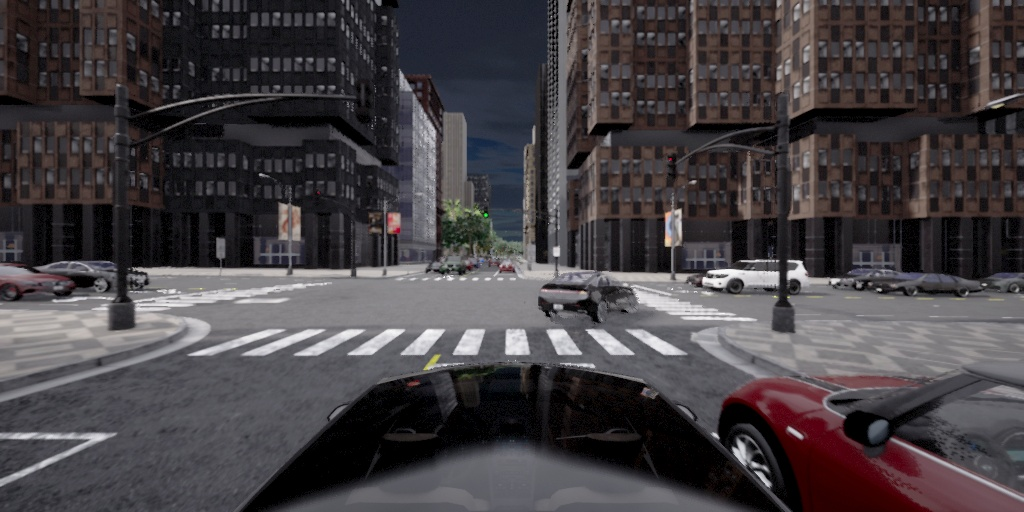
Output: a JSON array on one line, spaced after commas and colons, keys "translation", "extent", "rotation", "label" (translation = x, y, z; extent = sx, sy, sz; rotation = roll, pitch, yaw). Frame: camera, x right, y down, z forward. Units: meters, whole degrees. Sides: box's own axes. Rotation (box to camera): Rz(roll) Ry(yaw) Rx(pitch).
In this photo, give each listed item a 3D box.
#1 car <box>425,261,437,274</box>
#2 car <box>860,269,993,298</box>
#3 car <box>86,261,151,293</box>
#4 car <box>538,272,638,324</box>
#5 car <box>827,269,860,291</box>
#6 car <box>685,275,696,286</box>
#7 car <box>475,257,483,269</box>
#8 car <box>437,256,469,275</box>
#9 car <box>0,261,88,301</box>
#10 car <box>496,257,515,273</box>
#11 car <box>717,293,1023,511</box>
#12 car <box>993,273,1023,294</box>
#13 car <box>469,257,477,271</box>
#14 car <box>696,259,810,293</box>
[{"translation": [-9.090, 1.359, 42.892], "extent": [1.948, 1.339, 4.313], "rotation": [0, 0, 0], "label": "car"}, {"translation": [24.857, 1.696, 21.676], "extent": [5.357, 1.411, 2.033], "rotation": [1, 0, 0], "label": "car"}, {"translation": [-21.104, 0.986, 18.020], "extent": [4.902, 1.511, 2.128], "rotation": [1, 0, 1], "label": "car"}, {"translation": [2.716, 1.292, 12.157], "extent": [2.128, 1.511, 4.902], "rotation": [0, -2, 35], "label": "car"}, {"translation": [24.828, 1.639, 24.928], "extent": [4.902, 1.511, 2.128], "rotation": [1, 0, -1], "label": "car"}, {"translation": [15.028, 1.553, 24.872], "extent": [5.357, 1.411, 2.033], "rotation": [1, 0, 1], "label": "car"}, {"translation": [-6.441, 1.197, 59.529], "extent": [2.097, 1.767, 4.553], "rotation": [0, 0, 0], "label": "car"}, {"translation": [-6.406, 1.006, 39.780], "extent": [2.150, 2.045, 5.566], "rotation": [0, 0, 0], "label": "car"}, {"translation": [-21.006, 1.023, 14.759], "extent": [4.674, 1.442, 1.812], "rotation": [1, 0, 0], "label": "car"}, {"translation": [-0.565, 1.233, 42.936], "extent": [1.967, 1.591, 4.097], "rotation": [0, 0, 0], "label": "car"}, {"translation": [2.763, 1.190, 1.542], "extent": [1.967, 1.591, 4.097], "rotation": [0, 0, 0], "label": "car"}, {"translation": [34.850, 1.857, 24.967], "extent": [4.181, 1.385, 1.994], "rotation": [1, 0, 0], "label": "car"}, {"translation": [-6.447, 1.292, 49.771], "extent": [1.882, 1.535, 5.008], "rotation": [0, 0, 0], "label": "car"}, {"translation": [14.617, 1.222, 21.609], "extent": [5.566, 2.045, 2.150], "rotation": [1, 0, 1], "label": "car"}]
